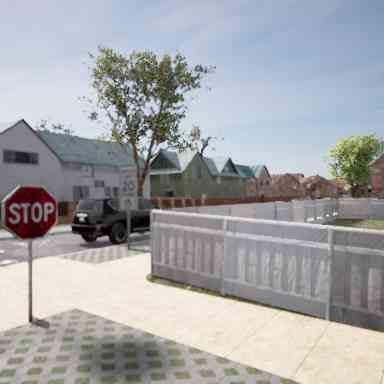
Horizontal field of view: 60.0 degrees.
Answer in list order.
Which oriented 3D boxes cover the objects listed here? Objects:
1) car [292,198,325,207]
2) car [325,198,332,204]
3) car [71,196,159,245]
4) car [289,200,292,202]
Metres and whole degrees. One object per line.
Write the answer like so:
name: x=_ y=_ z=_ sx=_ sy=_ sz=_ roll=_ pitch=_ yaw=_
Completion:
car: x=14.404 y=1.473 z=41.089 sx=2.097 sy=1.767 sz=4.553 roll=-1 pitch=-1 yaw=35
car: x=20.137 y=1.638 z=49.505 sx=1.882 sy=1.535 sz=5.008 roll=-1 pitch=-1 yaw=35
car: x=-3.008 y=1.219 z=15.882 sx=2.150 sy=2.045 sz=5.566 roll=-1 pitch=-1 yaw=35
car: x=14.668 y=1.665 z=46.408 sx=2.128 sy=1.511 sz=4.902 roll=-1 pitch=-1 yaw=35
